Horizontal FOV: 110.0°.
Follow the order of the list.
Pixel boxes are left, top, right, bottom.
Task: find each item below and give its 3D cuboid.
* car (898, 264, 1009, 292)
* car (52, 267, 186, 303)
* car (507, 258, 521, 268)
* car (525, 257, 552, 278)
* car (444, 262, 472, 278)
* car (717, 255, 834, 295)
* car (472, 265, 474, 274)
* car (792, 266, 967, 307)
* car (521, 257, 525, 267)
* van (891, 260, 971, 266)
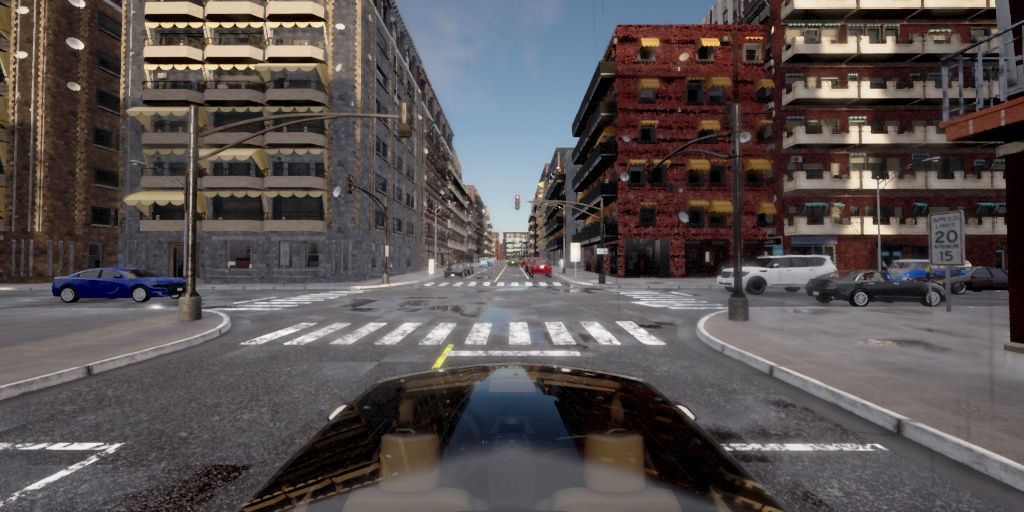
[{"bbox_3d":[24.318,1.272,19.030,5.357,1.411,2.033,0,-1,0],"label":"car"},{"bbox_3d":[-17.582,1.254,16.284,5.008,1.535,1.882,0,-1,0],"label":"car"},{"bbox_3d":[0.235,1.179,64.489,2.097,1.767,4.553,0,0,0],"label":"car"},{"bbox_3d":[2.638,1.077,33.970,2.192,1.841,5.009,0,0,0],"label":"car"},{"bbox_3d":[-5.243,1.328,33.942,1.948,1.339,4.313,0,0,0],"label":"car"},{"bbox_3d":[14.066,0.970,19.088,5.566,2.045,2.150,0,-1,0],"label":"car"},{"bbox_3d":[-5.231,1.331,39.503,1.948,1.339,4.313,0,0,0],"label":"car"},{"bbox_3d":[13.771,1.186,13.652,4.403,1.370,2.007,0,0,0],"label":"car"},{"bbox_3d":[2.662,1.086,45.093,2.192,1.841,5.009,0,0,0],"label":"car"},{"bbox_3d":[24.946,1.115,21.479,3.998,1.789,1.690,0,0,0],"label":"van"}]
